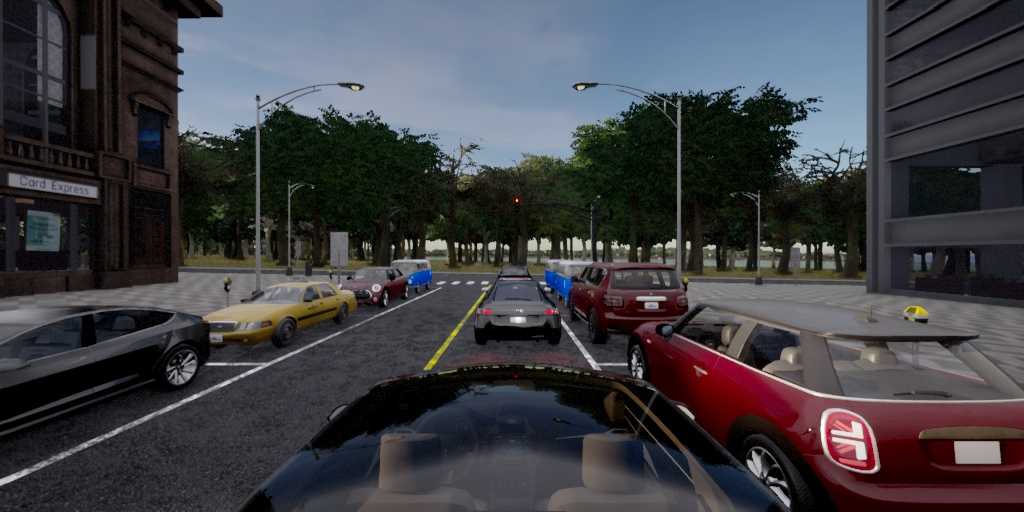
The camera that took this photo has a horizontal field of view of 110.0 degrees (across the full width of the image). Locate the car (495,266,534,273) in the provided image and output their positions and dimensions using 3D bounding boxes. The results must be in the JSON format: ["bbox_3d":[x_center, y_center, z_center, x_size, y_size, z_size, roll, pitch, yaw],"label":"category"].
[{"bbox_3d":[0.131,1.240,18.434,2.128,1.511,4.902,0,0,0],"label":"car"}]

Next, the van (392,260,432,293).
[{"bbox_3d":[-5.729,1.089,20.396,1.690,1.789,3.998,0,0,0],"label":"van"}]

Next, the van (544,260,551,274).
[{"bbox_3d":[2.797,1.089,20.380,1.690,1.789,3.998,0,0,0],"label":"van"}]

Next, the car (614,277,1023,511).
[{"bbox_3d":[2.766,1.189,4.067,1.967,1.591,4.097,0,0,0],"label":"car"}]

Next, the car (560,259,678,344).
[{"bbox_3d":[2.776,1.063,9.505,2.192,1.841,5.009,0,0,0],"label":"car"}]

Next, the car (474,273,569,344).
[{"bbox_3d":[0.118,1.313,9.553,1.994,1.385,4.181,0,0,0],"label":"car"}]

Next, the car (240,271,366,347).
[{"bbox_3d":[-5.749,1.274,9.351,1.751,1.417,4.829,0,0,0],"label":"car"}]

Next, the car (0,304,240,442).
[{"bbox_3d":[-5.759,1.315,4.083,1.948,1.339,4.313,0,0,0],"label":"car"}]

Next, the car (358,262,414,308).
[{"bbox_3d":[-5.739,1.188,14.958,1.967,1.591,4.097,0,0,0],"label":"car"}]

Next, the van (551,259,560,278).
[{"bbox_3d":[2.786,1.089,14.942,1.690,1.789,3.998,0,0,0],"label":"van"}]
